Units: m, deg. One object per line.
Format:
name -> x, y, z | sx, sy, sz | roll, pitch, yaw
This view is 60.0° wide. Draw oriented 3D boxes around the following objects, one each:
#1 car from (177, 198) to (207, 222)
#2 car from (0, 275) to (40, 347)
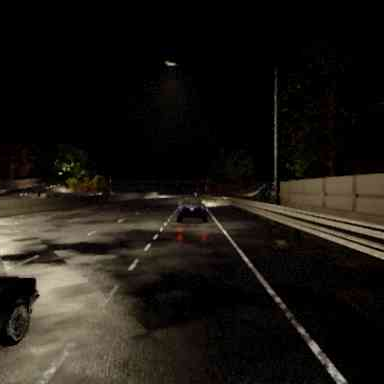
car -> -0.003, 1.214, 25.312 | 2.097, 1.767, 4.553 | 0, 0, 0
car -> -3.401, 1.581, 3.304 | 1.895, 1.301, 4.718 | 0, 0, 0
